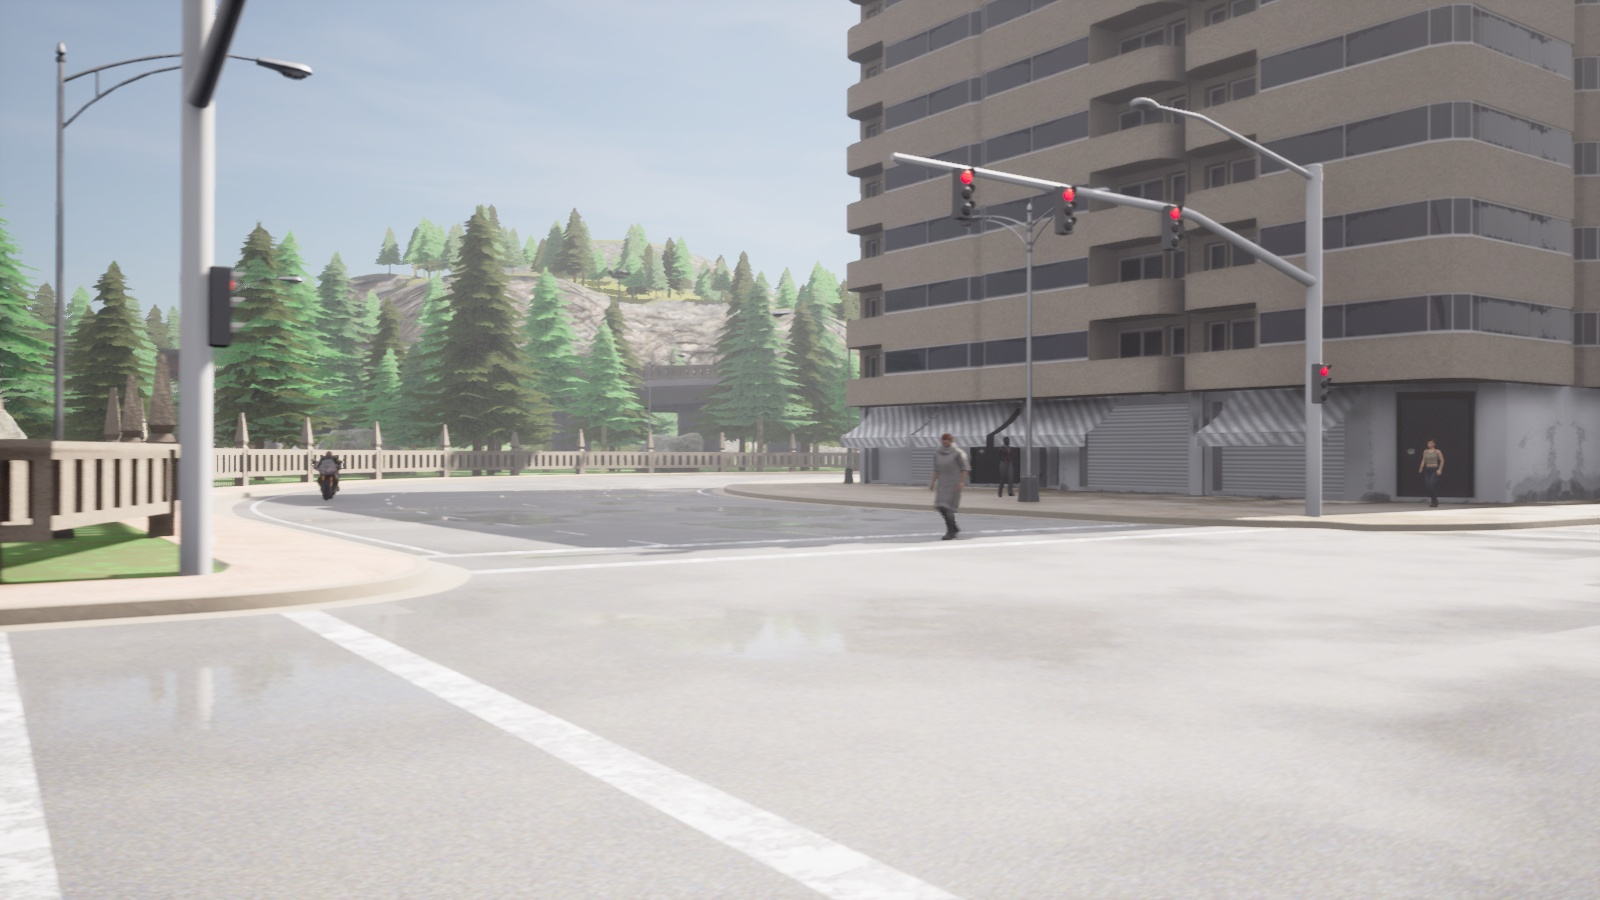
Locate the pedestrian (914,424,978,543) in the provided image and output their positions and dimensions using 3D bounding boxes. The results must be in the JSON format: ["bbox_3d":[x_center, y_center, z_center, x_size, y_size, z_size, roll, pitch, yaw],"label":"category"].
[{"bbox_3d":[2.464,0.557,21.171,0.873,1.952,0.659,0,0,-44],"label":"pedestrian"}]

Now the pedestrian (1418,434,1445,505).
[{"bbox_3d":[16.306,0.504,32.441,0.594,1.836,0.345,0,0,-27],"label":"pedestrian"}]

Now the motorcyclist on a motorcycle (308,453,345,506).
[{"bbox_3d":[-14.315,0.871,38.046,0.866,1.530,2.191,0,0,-16],"label":"motorcyclist on a motorcycle"}]

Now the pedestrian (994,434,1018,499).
[{"bbox_3d":[6.196,0.483,37.820,0.402,1.930,0.666,0,0,-24],"label":"pedestrian"}]
